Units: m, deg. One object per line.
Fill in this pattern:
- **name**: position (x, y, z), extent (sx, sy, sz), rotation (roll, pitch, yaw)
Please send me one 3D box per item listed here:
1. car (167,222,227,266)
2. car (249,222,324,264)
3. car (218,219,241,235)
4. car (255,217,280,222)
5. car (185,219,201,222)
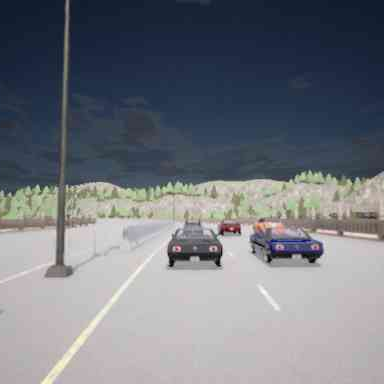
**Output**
- **car**: position (0.099, 2.031, 13.119), extent (1.895, 1.301, 4.718), rotation (0, -3, 0)
- **car**: position (3.599, 2.063, 13.636), extent (1.895, 1.301, 4.718), rotation (0, -4, 0)
- **car**: position (3.596, 3.384, 32.667), extent (1.882, 1.535, 5.008), rotation (0, -4, 0)
- **car**: position (7.097, 3.148, 31.256), extent (2.097, 1.767, 4.553), rotation (0, -4, 0)
- **car**: position (0.097, 3.315, 31.600), extent (2.128, 1.511, 4.902), rotation (0, -4, 0)
